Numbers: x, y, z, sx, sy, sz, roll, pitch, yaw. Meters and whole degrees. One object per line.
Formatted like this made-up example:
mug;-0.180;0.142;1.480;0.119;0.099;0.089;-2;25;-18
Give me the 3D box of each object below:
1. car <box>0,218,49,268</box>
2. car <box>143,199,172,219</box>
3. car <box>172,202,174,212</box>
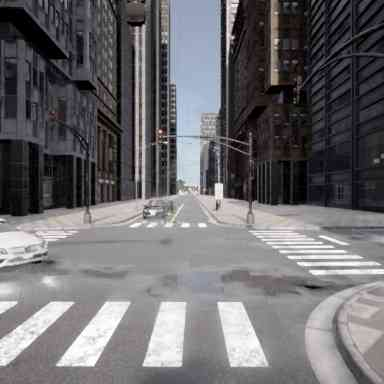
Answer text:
car;-6.575;1.531;10.439;4.674;1.442;1.812;0;0;30
car;-3.176;1.500;29.438;2.128;1.511;4.902;0;0;0
car;-3.204;1.578;39.504;1.994;1.385;4.181;0;0;-1
